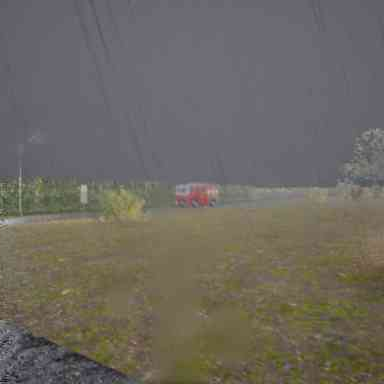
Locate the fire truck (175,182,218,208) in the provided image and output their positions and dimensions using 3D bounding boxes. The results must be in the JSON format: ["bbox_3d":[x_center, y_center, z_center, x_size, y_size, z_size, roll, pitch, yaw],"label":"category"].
[{"bbox_3d":[0.882,0.452,52.718,2.891,3.827,8.468,-1,0,35],"label":"fire truck"}]
